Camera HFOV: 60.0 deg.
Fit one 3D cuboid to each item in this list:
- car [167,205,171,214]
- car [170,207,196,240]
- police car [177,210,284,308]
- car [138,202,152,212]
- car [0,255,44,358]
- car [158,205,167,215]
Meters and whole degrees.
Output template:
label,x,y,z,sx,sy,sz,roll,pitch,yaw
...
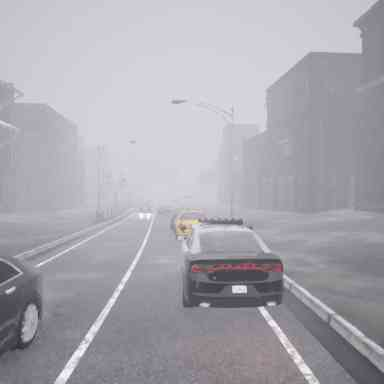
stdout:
label,x,y,z,sx,sy,sz,roll,pitch,yaw
car,-0.641,1.859,24.191,1.882,1.535,5.008,0,-2,-6
car,-0.073,1.671,18.373,1.801,1.575,5.366,0,-1,-5
police car,0.676,1.465,8.198,1.930,1.638,5.238,0,-1,-3
car,-7.339,2.345,51.974,2.128,1.511,4.902,0,0,-6
car,-3.219,1.512,3.436,1.837,1.490,4.892,0,0,-2
car,-3.801,2.455,47.031,1.895,1.301,4.718,0,0,-5
